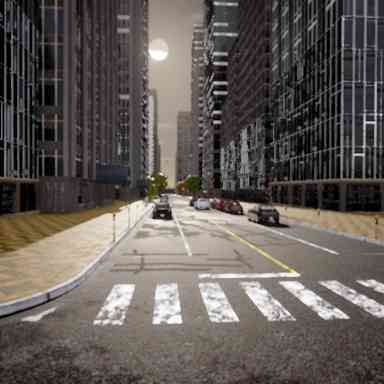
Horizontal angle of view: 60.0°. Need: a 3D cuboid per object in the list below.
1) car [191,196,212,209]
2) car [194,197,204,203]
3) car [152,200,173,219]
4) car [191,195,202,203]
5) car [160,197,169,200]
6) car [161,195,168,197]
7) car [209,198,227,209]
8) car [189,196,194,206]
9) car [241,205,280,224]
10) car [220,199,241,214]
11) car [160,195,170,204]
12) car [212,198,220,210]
[{"bbox_3d":[1.387,1.722,47.903,1.812,1.442,4.674,0,0,-5],"label":"car"},{"bbox_3d":[1.569,1.911,76.738,1.802,1.307,4.206,-1,0,-4],"label":"car"},{"bbox_3d":[-2.738,1.680,31.048,1.947,1.339,4.313,-1,0,-4],"label":"car"},{"bbox_3d":[1.126,1.671,82.370,2.192,1.841,5.009,-1,0,-4],"label":"car"},{"bbox_3d":[-3.604,1.684,42.141,1.752,1.417,4.829,-1,0,-4],"label":"car"},{"bbox_3d":[-5.813,1.833,70.467,2.008,1.369,4.403,-1,0,-4],"label":"car"},{"bbox_3d":[3.764,1.645,48.580,1.967,1.590,4.097,-1,0,-4],"label":"car"},{"bbox_3d":[0.612,1.803,57.795,1.994,1.385,4.181,0,0,-4],"label":"car"},{"bbox_3d":[5.522,1.664,26.053,2.008,1.369,4.403,-1,0,-4],"label":"car"},{"bbox_3d":[4.644,1.740,37.316,1.802,1.307,4.206,-1,0,-4],"label":"car"},{"bbox_3d":[-6.255,1.623,76.099,2.192,1.841,5.009,-1,0,-4],"label":"car"},{"bbox_3d":[4.204,1.726,42.948,1.887,1.381,4.507,-1,0,-4],"label":"car"}]
